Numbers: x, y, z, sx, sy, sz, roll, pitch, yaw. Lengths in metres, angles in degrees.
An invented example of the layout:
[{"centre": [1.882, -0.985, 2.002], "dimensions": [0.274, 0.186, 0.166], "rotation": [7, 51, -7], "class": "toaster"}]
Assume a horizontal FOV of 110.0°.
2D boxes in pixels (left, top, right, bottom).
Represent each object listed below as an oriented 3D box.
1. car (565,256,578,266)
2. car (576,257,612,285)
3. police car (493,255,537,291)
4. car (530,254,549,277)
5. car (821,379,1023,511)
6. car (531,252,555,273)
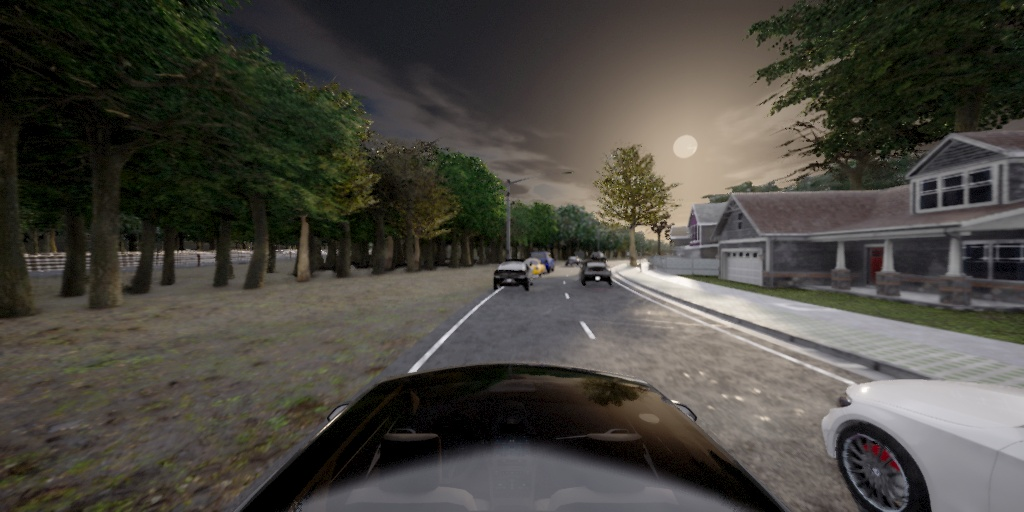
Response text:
[{"centre": [9.276, 0.731, 53.539], "dimensions": [1.812, 1.442, 4.674], "rotation": [0, 1, 22], "class": "car"}, {"centre": [5.410, 1.040, 23.543], "dimensions": [1.837, 1.490, 4.892], "rotation": [0, 1, 8], "class": "car"}, {"centre": [0.178, 0.979, 20.461], "dimensions": [1.930, 1.638, 5.238], "rotation": [0, 1, 7], "class": "police car"}, {"centre": [1.771, 0.902, 30.367], "dimensions": [1.801, 1.575, 5.366], "rotation": [0, 1, 11], "class": "car"}, {"centre": [3.665, 1.293, 1.194], "dimensions": [1.812, 1.442, 4.674], "rotation": [0, 0, 0], "class": "car"}, {"centre": [2.986, 0.610, 36.048], "dimensions": [2.150, 2.045, 5.566], "rotation": [0, 1, 13], "class": "car"}]
